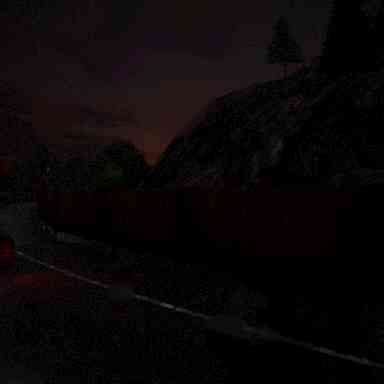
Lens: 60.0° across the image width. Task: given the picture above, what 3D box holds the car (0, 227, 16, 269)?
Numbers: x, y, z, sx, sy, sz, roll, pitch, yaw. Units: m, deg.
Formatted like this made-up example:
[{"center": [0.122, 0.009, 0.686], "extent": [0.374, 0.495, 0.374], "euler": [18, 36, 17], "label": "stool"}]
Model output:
[{"center": [-6.868, 1.533, 10.197], "extent": [1.812, 1.442, 4.674], "euler": [0, 0, -43], "label": "car"}]
